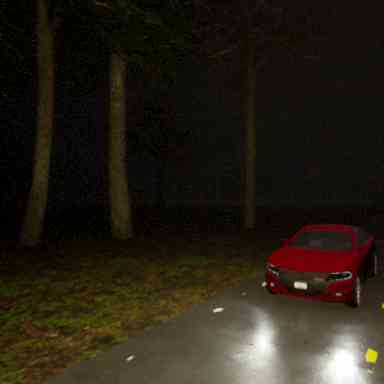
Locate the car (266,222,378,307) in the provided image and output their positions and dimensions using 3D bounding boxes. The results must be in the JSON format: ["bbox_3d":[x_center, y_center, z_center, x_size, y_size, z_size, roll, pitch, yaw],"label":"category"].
[{"bbox_3d":[3.546,1.600,8.625,1.882,1.535,5.008,-1,-1,34],"label":"car"}]
